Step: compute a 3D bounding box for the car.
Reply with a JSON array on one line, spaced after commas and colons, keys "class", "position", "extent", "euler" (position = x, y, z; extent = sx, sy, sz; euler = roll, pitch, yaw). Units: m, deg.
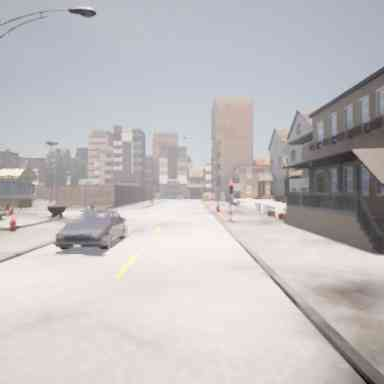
[{"class": "car", "position": [-4.082, 1.533, 14.474], "extent": [2.033, 1.411, 5.357], "euler": [0, 0, 0]}]
